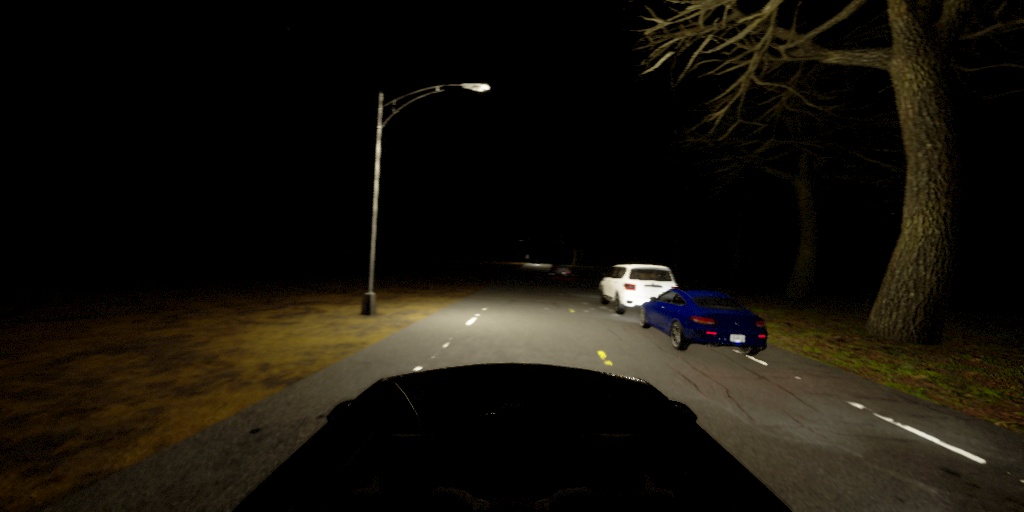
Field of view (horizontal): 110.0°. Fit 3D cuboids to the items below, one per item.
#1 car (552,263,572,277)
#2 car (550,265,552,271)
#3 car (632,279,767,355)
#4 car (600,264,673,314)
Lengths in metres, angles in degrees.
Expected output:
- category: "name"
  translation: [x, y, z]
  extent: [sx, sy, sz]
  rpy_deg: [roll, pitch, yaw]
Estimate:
- category: "car"
  translation: [6.525, 1.867, 46.076]
  extent: [1.812, 1.442, 4.674]
  rpy_deg: [3, 0, 5]
- category: "car"
  translation: [7.310, 1.889, 58.148]
  extent: [1.812, 1.442, 4.674]
  rpy_deg: [3, 0, 4]
- category: "car"
  translation: [4.958, 1.611, 9.903]
  extent: [1.812, 1.442, 4.674]
  rpy_deg: [3, -1, 4]
- category: "car"
  translation: [5.395, 1.391, 15.922]
  extent: [2.150, 2.045, 5.566]
  rpy_deg: [3, -1, 4]
